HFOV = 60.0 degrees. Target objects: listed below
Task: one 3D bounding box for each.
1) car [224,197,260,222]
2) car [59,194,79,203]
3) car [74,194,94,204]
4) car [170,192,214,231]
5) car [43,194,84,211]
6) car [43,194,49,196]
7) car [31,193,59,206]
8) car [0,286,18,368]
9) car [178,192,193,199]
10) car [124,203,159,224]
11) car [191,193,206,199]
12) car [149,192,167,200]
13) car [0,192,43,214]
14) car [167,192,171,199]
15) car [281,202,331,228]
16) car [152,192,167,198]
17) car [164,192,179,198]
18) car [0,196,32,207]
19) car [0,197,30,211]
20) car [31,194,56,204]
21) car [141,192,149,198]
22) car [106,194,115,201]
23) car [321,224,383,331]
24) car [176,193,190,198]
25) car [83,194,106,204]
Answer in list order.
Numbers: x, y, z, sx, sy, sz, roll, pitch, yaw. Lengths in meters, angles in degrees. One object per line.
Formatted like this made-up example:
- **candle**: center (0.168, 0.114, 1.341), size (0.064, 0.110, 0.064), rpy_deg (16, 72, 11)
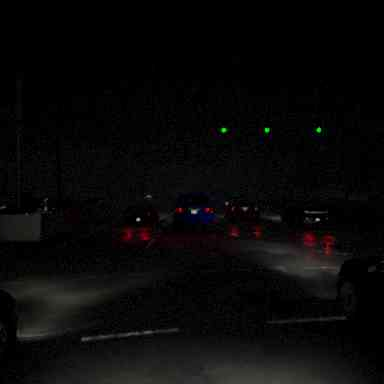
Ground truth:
- **car**: center (3.602, 1.184, 24.754), size (2.097, 1.767, 4.553), rpy_deg (0, 0, 0)
- **car**: center (-21.451, 1.168, 58.167), size (2.033, 1.411, 5.357), rpy_deg (0, 0, -6)
- **car**: center (-17.621, 1.121, 54.511), size (1.882, 1.535, 5.008), rpy_deg (0, 0, -3)
- **car**: center (0.103, 1.089, 19.568), size (2.150, 2.045, 5.566), rpy_deg (0, 0, 0)
- **car**: center (-13.996, 1.307, 36.476), size (2.033, 1.411, 5.357), rpy_deg (0, 0, 0)
- **car**: center (-17.496, 1.289, 36.067), size (1.812, 1.442, 4.674), rpy_deg (0, 0, 0)
- **car**: center (-20.996, 1.040, 47.757), size (2.097, 1.767, 4.553), rpy_deg (0, 0, 0)
- **car**: center (-3.398, 1.335, 2.634), size (2.097, 1.767, 4.553), rpy_deg (0, 0, 0)
- **car**: center (-1.663, 0.824, 80.083), size (2.097, 1.767, 4.553), rpy_deg (0, 0, -22)
- **car**: center (-3.397, 1.444, 23.299), size (1.895, 1.301, 4.718), rpy_deg (0, 0, 0)
- **car**: center (1.530, 0.959, 81.530), size (1.837, 1.490, 4.892), rpy_deg (0, 0, -22)
- **car**: center (-7.892, 1.084, 76.726), size (1.895, 1.301, 4.718), rpy_deg (0, 0, -22)
- **car**: center (-14.088, 1.051, 25.773), size (2.150, 2.045, 5.566), rpy_deg (0, 0, 0)
- **car**: center (-4.910, 1.034, 78.793), size (1.994, 1.385, 4.181), rpy_deg (0, 0, -22)
- **car**: center (7.103, 1.346, 21.218), size (2.128, 1.511, 4.902), rpy_deg (0, 0, 0)
- **car**: center (-8.710, 0.780, 87.772), size (2.128, 1.511, 4.902), rpy_deg (0, 0, -30)
- **car**: center (-5.561, 0.769, 89.301), size (2.128, 1.511, 4.902), rpy_deg (0, 0, -30)
- **car**: center (-24.497, 1.247, 46.100), size (2.033, 1.411, 5.357), rpy_deg (0, 0, 0)
- **car**: center (-20.996, 1.297, 38.242), size (2.033, 1.411, 5.357), rpy_deg (0, 0, 0)
- **car**: center (-24.727, 1.130, 55.507), size (2.128, 1.511, 4.902), rpy_deg (0, 0, -3)
- **car**: center (-11.858, 0.791, 86.243), size (2.128, 1.511, 4.902), rpy_deg (0, 0, -30)
- **car**: center (-14.221, 1.112, 55.822), size (1.882, 1.535, 5.008), rpy_deg (0, 0, -3)
- **car**: center (3.602, 1.465, 4.243), size (2.128, 1.511, 4.902), rpy_deg (0, 0, 0)
- **car**: center (-2.428, 0.827, 90.856), size (1.895, 1.301, 4.718), rpy_deg (0, 0, -30)
- **car**: center (-13.997, 1.243, 46.362), size (2.033, 1.411, 5.357), rpy_deg (0, 0, 0)
